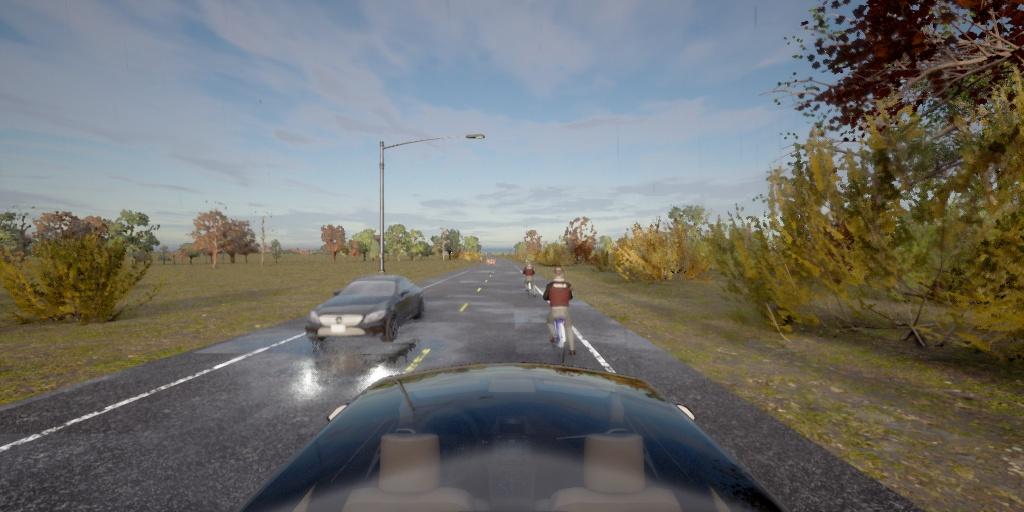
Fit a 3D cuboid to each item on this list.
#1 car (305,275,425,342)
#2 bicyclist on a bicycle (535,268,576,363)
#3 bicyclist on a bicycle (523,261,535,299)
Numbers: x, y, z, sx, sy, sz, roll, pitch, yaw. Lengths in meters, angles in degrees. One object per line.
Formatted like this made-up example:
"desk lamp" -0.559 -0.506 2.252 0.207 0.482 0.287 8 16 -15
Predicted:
"car" -3.675 1.272 9.868 1.812 1.442 4.674 0 0 -1
"bicyclist on a bicycle" 0.917 1.118 7.260 0.659 1.776 1.843 0 0 0
"bicyclist on a bicycle" 0.814 1.115 17.273 0.659 1.776 1.843 0 0 -1
